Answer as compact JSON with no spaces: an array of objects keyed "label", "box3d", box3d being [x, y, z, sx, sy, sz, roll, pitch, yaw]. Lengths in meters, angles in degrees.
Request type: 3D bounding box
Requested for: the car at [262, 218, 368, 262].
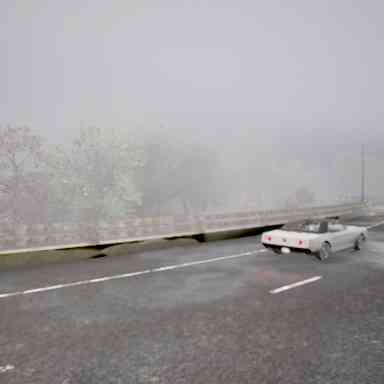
[{"label":"car","box3d":[4.726,1.612,12.348,4.718,1.301,1.895,0,0,-42]}]
